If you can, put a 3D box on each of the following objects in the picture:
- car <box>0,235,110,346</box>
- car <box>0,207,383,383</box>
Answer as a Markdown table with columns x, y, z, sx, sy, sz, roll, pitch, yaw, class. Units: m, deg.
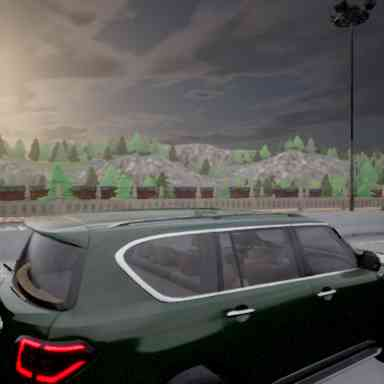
| x | y | z | sx | sy | sz | roll | pitch | yaw | class |
| --- | --- | --- | --- | --- | --- | --- | --- | --- | --- |
| -3.902 | 1.598 | 5.231 | 4.718 | 1.301 | 1.895 | 0 | 0 | -35 | car |
| 0.684 | 1.218 | 4.130 | 5.566 | 2.045 | 2.150 | 0 | 0 | -34 | car |
